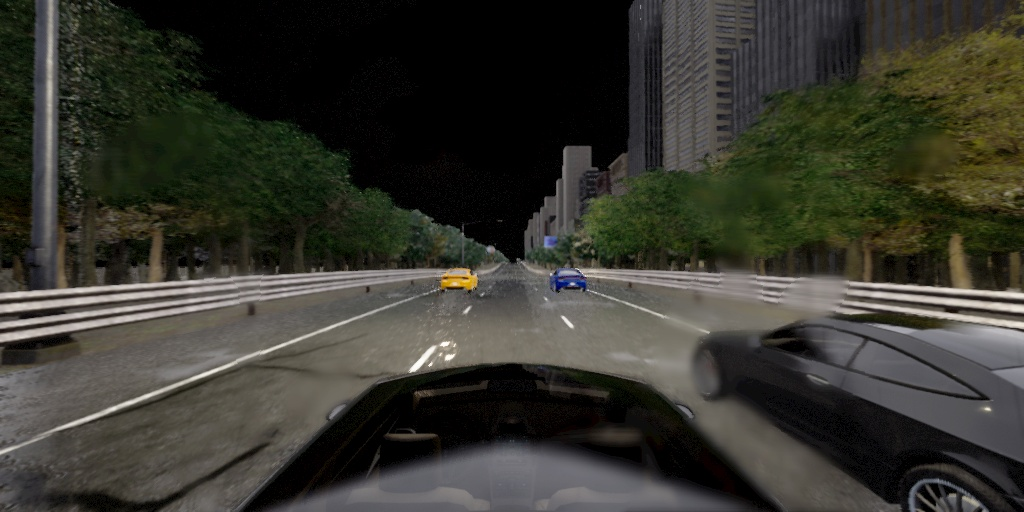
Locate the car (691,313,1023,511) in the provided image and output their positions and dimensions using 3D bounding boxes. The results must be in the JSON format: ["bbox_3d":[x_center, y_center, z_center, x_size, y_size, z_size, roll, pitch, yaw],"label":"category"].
[{"bbox_3d":[3.600,1.286,3.470,1.812,1.442,4.674,0,0,0],"label":"car"}]

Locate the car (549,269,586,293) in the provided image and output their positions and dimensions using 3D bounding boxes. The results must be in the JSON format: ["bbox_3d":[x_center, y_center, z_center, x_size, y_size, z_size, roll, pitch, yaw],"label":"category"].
[{"bbox_3d":[3.602,1.569,23.770,1.882,1.535,5.008,0,-1,0],"label":"car"}]

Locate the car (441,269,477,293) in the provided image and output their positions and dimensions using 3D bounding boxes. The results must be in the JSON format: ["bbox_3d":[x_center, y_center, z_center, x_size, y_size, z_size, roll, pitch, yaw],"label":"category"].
[{"bbox_3d":[-3.400,1.569,23.768,1.882,1.535,5.008,0,-1,0],"label":"car"}]
